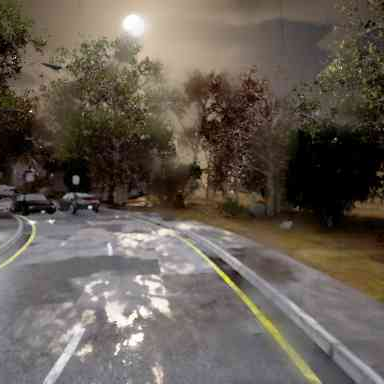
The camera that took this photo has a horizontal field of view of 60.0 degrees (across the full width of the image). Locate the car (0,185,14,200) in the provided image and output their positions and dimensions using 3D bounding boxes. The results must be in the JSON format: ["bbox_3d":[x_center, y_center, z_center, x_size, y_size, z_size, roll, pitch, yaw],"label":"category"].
[{"bbox_3d":[-20.641,0.034,35.745,4.902,1.511,2.128,3,3,34],"label":"car"}]

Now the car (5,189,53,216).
[{"bbox_3d":[-11.193,0.790,23.304,2.033,1.411,5.357,-1,3,-39],"label":"car"}]

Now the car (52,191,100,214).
[{"bbox_3d":[-8.422,0.735,24.437,1.837,1.490,4.892,-1,1,-39],"label":"car"}]
